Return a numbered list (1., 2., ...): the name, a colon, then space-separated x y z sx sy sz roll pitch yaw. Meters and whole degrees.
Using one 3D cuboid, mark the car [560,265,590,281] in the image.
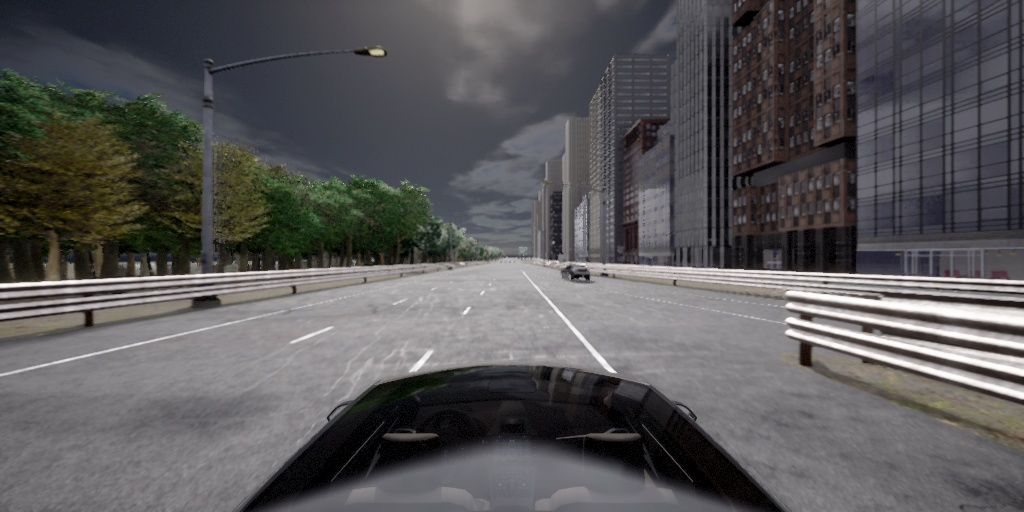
1. car: 6.014 1.600 34.612 1.837 1.490 4.892 0 -1 -8
